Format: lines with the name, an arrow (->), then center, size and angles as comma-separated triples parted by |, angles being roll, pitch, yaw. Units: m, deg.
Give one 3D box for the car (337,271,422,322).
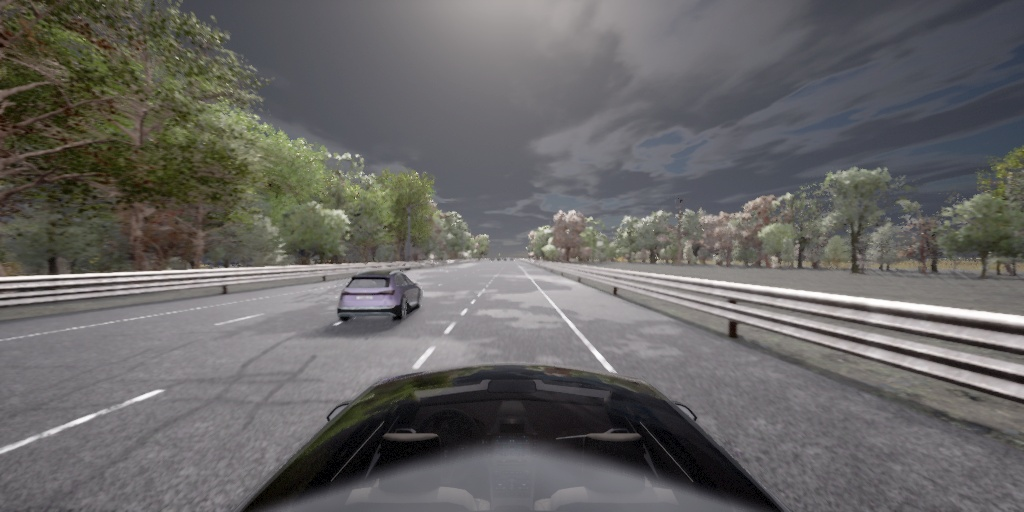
car -> -4.446, 1.319, 12.638 | 2.033, 1.649, 4.856 | 0, -1, -4
